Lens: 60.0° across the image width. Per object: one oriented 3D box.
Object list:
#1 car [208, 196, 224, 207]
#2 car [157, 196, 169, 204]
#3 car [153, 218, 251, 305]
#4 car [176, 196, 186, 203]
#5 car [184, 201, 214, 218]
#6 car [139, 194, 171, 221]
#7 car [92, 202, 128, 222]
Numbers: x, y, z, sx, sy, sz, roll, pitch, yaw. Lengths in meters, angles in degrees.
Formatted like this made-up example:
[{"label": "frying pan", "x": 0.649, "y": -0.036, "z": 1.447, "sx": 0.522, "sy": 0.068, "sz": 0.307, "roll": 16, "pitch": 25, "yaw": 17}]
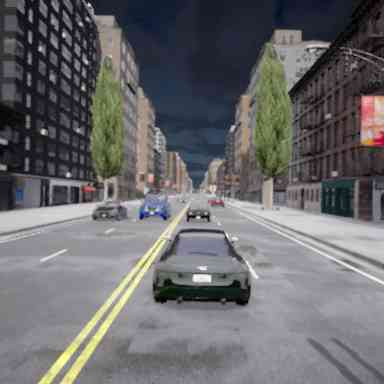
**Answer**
[{"label": "car", "x": 4.217, "y": 1.533, "z": 55.807, "sx": 2.097, "sy": 1.767, "sz": 4.553, "roll": 1, "pitch": 0, "yaw": 1}, {"label": "car", "x": -5.516, "y": 1.497, "z": 64.032, "sx": 1.812, "sy": 1.442, "sz": 4.674, "roll": 1, "pitch": 0, "yaw": 1}, {"label": "car", "x": 0.221, "y": 1.584, "z": 8.209, "sx": 1.994, "sy": 1.385, "sz": 4.181, "roll": 1, "pitch": 0, "yaw": 1}, {"label": "car", "x": -2.190, "y": 1.558, "z": 68.273, "sx": 2.128, "sy": 1.511, "sz": 4.902, "roll": 1, "pitch": 0, "yaw": 1}, {"label": "car", "x": 0.522, "y": 1.659, "z": 27.484, "sx": 1.895, "sy": 1.301, "sz": 4.718, "roll": 1, "pitch": 0, "yaw": 1}, {"label": "car", "x": -2.913, "y": 1.202, "z": 27.404, "sx": 2.150, "sy": 2.045, "sz": 5.566, "roll": 1, "pitch": 0, "yaw": 1}, {"label": "car", "x": -6.197, "y": 1.469, "z": 25.555, "sx": 1.994, "sy": 1.385, "sz": 4.181, "roll": 1, "pitch": 0, "yaw": 1}]
